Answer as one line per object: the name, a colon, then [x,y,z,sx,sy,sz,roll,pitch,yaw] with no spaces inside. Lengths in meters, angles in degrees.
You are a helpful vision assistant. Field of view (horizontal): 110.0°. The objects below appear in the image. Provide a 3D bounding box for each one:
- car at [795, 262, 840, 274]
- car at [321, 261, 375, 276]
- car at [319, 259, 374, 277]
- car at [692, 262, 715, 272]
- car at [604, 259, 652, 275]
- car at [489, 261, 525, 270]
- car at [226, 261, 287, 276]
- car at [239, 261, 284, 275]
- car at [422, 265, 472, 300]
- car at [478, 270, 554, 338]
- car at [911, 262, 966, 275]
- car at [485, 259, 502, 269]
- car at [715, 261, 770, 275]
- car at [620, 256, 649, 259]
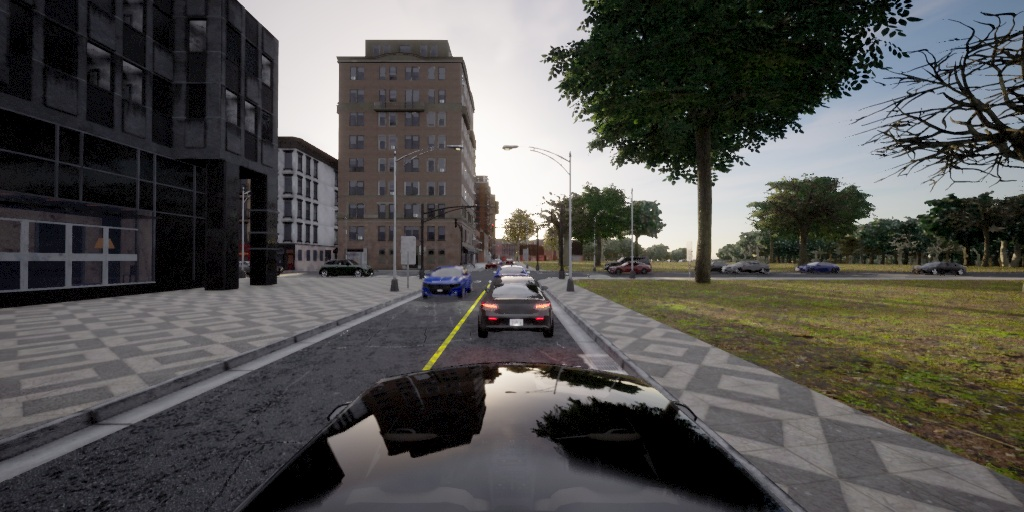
car: [36.985,1.409,43.458,4.674,1.442,1.812,0,-1,0]
car: [-16.628,1.283,36.519,4.674,1.442,1.812,0,-1,-2]
car: [-15.246,1.074,33.272,4.553,1.767,2.097,0,-1,0]
car: [24.355,1.390,43.412,4.674,1.442,1.812,0,-1,0]
car: [13.165,1.343,40.095,4.674,1.442,1.812,0,-1,-3]
car: [-0.015,1.241,19.512,1.882,1.535,5.008,0,0,0]
car: [-25.882,1.266,36.468,4.892,1.490,1.837,0,-1,0]
car: [-24.383,1.216,33.226,4.902,1.511,2.128,0,-1,0]
car: [-3.139,1.239,18.088,1.882,1.535,5.008,0,0,0]
car: [0.076,1.280,10.123,1.812,1.442,4.674,0,0,-1]
car: [47.750,1.398,40.181,4.892,1.490,1.837,0,-1,0]
car: [-3.085,1.429,56.196,1.895,1.301,4.718,0,0,1]
car: [26.141,1.323,40.173,4.902,1.511,2.128,0,-1,0]
car: [13.983,1.075,43.369,5.566,2.045,2.150,0,-1,0]
